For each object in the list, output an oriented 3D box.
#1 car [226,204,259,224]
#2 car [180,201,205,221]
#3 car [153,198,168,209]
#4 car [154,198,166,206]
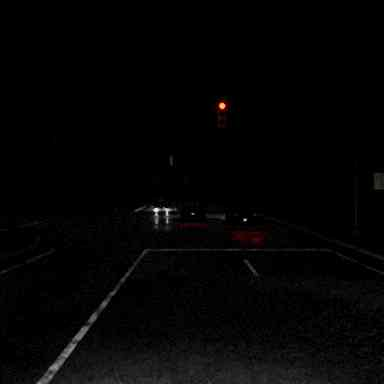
[{"bbox_3d":[3.575,1.570,24.528,1.895,1.301,4.718,0,0,0],"label":"car"},{"bbox_3d":[0.066,1.445,26.751,1.882,1.535,5.008,0,0,0],"label":"car"},{"bbox_3d":[-4.241,1.579,46.558,1.812,1.442,4.674,0,-1,-4],"label":"car"},{"bbox_3d":[-6.139,1.871,63.047,1.812,1.442,4.674,0,-1,-10],"label":"car"}]
